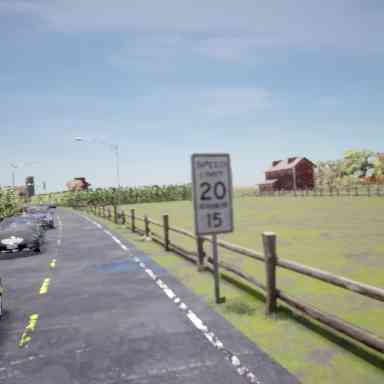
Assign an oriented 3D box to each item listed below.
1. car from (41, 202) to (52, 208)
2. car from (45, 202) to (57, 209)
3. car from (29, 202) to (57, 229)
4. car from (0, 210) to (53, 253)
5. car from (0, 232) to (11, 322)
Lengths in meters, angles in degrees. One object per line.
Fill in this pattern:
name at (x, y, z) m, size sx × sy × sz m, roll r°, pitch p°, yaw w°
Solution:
car at (-36.546, 3.181, 83.523) m, size 2.033 × 1.411 × 5.357 m, roll -3°, pitch 0°, yaw -30°
car at (-31.624, 3.059, 74.753) m, size 1.994 × 1.385 × 4.181 m, roll -3°, pitch 0°, yaw -29°
car at (-11.769, 1.925, 25.603) m, size 2.097 × 1.767 × 4.553 m, roll -3°, pitch 0°, yaw -23°
car at (-7.751, 1.872, 15.100) m, size 2.128 × 1.511 × 4.902 m, roll -3°, pitch 0°, yaw -20°
car at (-3.898, 1.670, 4.384) m, size 1.882 × 1.535 × 5.008 m, roll -3°, pitch 0°, yaw -21°
